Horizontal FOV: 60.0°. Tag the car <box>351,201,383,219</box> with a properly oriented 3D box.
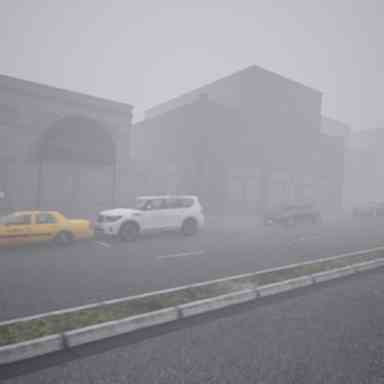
[{"bbox_3d":[16.020,1.525,29.471,4.892,1.521,2.231,0,0,-36],"label":"car"}]

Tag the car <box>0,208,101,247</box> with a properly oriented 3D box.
[{"bbox_3d":[-6.663,1.422,13.153,5.366,1.575,1.946,0,0,-36],"label":"car"}]

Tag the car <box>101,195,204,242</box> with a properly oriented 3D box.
[{"bbox_3d":[-1.945,1.194,16.544,5.566,2.045,2.435,0,0,-36],"label":"car"}]

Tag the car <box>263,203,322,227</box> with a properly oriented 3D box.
[{"bbox_3d":[7.017,1.514,22.999,4.792,1.488,2.163,0,0,-36],"label":"car"}]
